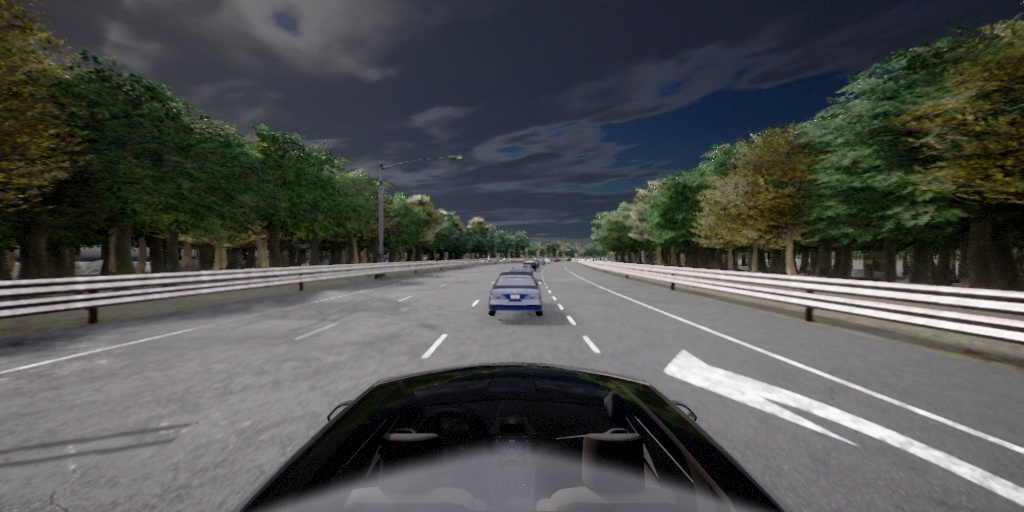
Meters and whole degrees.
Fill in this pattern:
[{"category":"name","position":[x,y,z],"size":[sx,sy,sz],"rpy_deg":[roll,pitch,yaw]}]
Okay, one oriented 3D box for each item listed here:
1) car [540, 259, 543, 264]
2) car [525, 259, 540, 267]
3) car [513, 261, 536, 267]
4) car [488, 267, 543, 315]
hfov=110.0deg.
[{"category":"car","position":[3.660,1.321,59.829],"size":[1.812,1.442,4.674],"rpy_deg":[0,0,7]},{"category":"car","position":[2.533,1.257,50.010],"size":[1.882,1.535,5.008],"rpy_deg":[0,0,6]},{"category":"car","position":[0.906,1.366,30.551],"size":[1.895,1.301,4.718],"rpy_deg":[0,0,4]},{"category":"car","position":[0.164,1.303,13.542],"size":[2.033,1.411,5.357],"rpy_deg":[0,0,2]}]
